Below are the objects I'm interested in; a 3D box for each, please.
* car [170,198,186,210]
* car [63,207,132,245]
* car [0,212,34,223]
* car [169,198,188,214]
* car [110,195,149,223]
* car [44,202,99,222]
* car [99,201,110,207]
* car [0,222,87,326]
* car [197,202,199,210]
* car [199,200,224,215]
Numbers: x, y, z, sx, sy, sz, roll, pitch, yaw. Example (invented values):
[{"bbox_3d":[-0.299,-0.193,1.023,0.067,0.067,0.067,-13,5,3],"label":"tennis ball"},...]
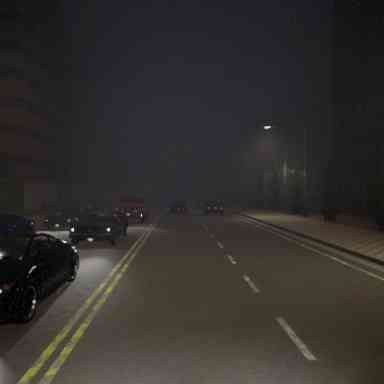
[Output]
[{"bbox_3d":[-1.916,1.603,46.469,2.033,1.411,5.357,0,0,-2],"label":"car"},{"bbox_3d":[-4.222,1.620,15.707,1.895,1.301,4.718,0,0,-2],"label":"car"},{"bbox_3d":[-7.575,1.493,12.184,1.882,1.535,5.008,0,0,-3],"label":"car"},{"bbox_3d":[-1.431,1.535,36.003,2.128,1.511,4.902,0,0,-2],"label":"car"},{"bbox_3d":[-4.667,1.253,26.389,2.150,2.045,5.566,0,0,-3],"label":"car"},{"bbox_3d":[-7.998,1.574,22.088,2.033,1.411,5.357,0,0,-3],"label":"car"},{"bbox_3d":[-8.385,1.602,31.998,1.994,1.385,4.181,0,0,-2],"label":"car"},{"bbox_3d":[-3.849,1.573,6.955,1.994,1.385,4.181,0,0,-2],"label":"car"},{"bbox_3d":[1.675,1.653,43.822,1.895,1.301,4.718,0,0,-2],"label":"car"},{"bbox_3d":[2.137,1.588,34.188,2.033,1.411,5.357,0,0,-2],"label":"car"}]
